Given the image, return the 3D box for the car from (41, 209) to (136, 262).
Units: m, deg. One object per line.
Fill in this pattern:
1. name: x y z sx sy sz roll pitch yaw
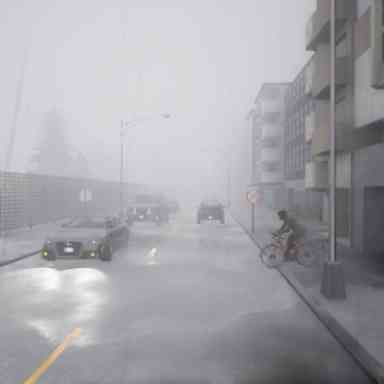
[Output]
1. car: -3.539 1.524 11.829 1.994 1.385 4.181 0 0 3

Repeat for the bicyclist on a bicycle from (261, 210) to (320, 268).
1. bicyclist on a bicycle: 2.731 1.334 9.347 1.656 1.620 0.582 -2 0 3

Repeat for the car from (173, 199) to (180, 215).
1. car: -2.288 1.440 33.399 2.033 1.411 5.357 0 0 4

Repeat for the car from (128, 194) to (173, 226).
1. car: -2.911 1.147 22.905 2.150 2.045 5.566 0 0 3

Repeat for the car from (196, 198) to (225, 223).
1. car: 1.385 1.427 24.663 1.837 1.490 4.892 0 0 3

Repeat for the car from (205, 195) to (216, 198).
1. car: 2.675 1.201 47.881 2.097 1.767 4.553 0 0 3
